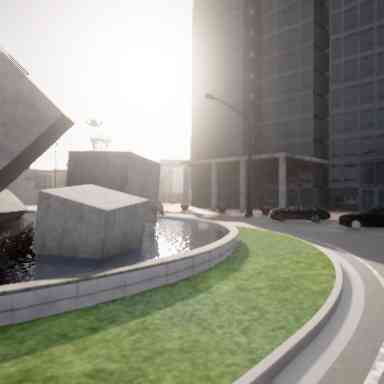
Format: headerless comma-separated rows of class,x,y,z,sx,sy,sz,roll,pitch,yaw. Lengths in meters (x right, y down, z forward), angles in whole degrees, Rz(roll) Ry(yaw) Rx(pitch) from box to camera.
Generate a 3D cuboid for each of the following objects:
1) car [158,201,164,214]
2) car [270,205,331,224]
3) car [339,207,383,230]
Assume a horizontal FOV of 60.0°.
car,-5.486,1.733,41.036,2.097,1.767,4.553,1,-1,-40
car,9.150,1.837,28.288,4.902,1.511,2.128,0,-1,28
car,12.840,1.792,22.947,5.008,1.535,1.882,0,-1,13
